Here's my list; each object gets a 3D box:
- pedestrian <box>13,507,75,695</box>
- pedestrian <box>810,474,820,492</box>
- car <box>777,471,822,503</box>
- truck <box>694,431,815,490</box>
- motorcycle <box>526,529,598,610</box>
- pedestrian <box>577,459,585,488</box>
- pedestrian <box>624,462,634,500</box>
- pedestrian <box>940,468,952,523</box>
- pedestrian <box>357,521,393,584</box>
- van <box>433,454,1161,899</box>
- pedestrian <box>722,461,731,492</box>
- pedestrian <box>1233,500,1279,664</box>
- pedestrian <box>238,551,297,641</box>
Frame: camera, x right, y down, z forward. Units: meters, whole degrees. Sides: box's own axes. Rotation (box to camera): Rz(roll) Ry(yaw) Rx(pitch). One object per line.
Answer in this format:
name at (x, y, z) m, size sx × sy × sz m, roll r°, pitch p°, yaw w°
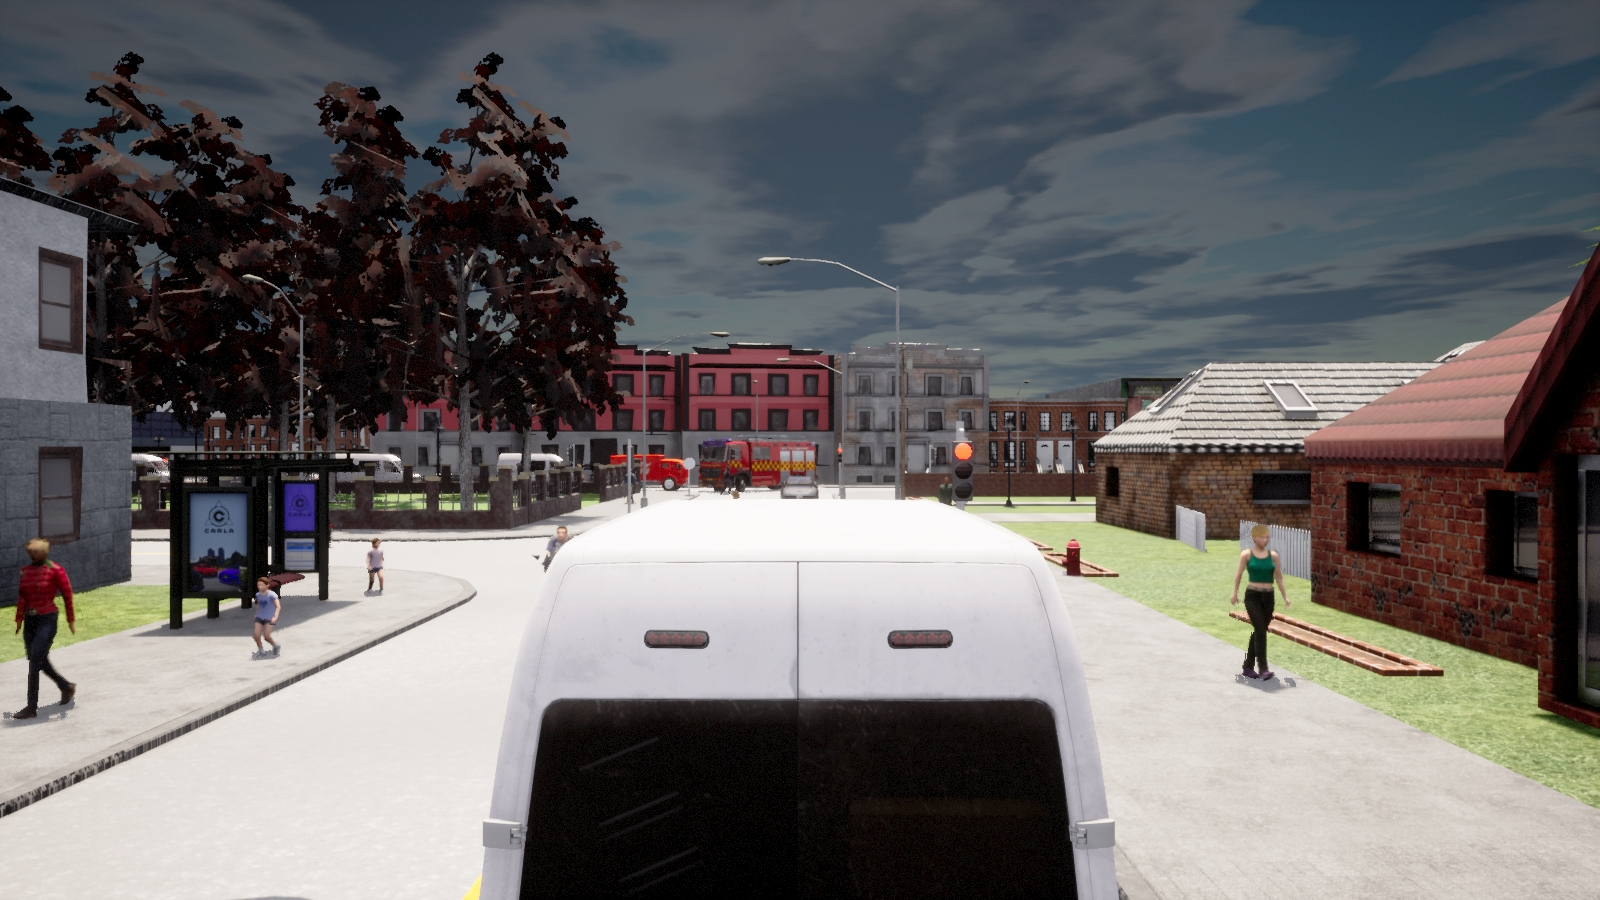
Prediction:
pedestrian at (-7.662, 1.517, 11.593) m, size 0.375 × 1.860 × 0.375 m, roll 0°, pitch 0°, yaw 5°
pedestrian at (0.930, 2.008, 69.931) m, size 0.500 × 1.100 × 0.500 m, roll 0°, pitch 0°, yaw 13°
car at (-0.021, 1.825, 57.453) m, size 2.128 × 1.511 × 4.902 m, roll 0°, pitch 0°, yaw 0°
truck at (-3.017, 0.670, 78.008) m, size 8.468 × 3.827 × 2.891 m, roll 0°, pitch 0°, yaw -43°
motorcycle at (-4.010, 1.991, 19.383) m, size 0.803 × 1.145 × 2.033 m, roll 0°, pitch 1°, yaw 0°
pedestrian at (-14.038, 1.523, 73.268) m, size 0.375 × 1.860 × 0.375 m, roll 0°, pitch 0°, yaw 3°
pedestrian at (-8.445, 1.526, 56.411) m, size 0.375 × 1.860 × 0.375 m, roll 0°, pitch 0°, yaw 22°
pedestrian at (4.909, 1.523, 38.407) m, size 0.375 × 1.860 × 0.375 m, roll 0°, pitch 0°, yaw 9°
pedestrian at (-7.901, 1.896, 21.252) m, size 0.500 × 1.100 × 0.500 m, roll 0°, pitch 0°, yaw -37°
van at (-0.009, 1.315, 6.082) m, size 1.988 × 2.561 × 5.915 m, roll 0°, pitch 0°, yaw 0°
pedestrian at (-4.532, 1.628, 70.526) m, size 0.375 × 1.860 × 0.375 m, roll 0°, pitch 0°, yaw 31°
pedestrian at (5.298, 1.524, 13.285) m, size 0.375 × 1.860 × 0.375 m, roll 0°, pitch 0°, yaw -2°
pedestrian at (-6.948, 1.897, 14.923) m, size 0.500 × 1.100 × 0.500 m, roll 0°, pitch 0°, yaw 8°
